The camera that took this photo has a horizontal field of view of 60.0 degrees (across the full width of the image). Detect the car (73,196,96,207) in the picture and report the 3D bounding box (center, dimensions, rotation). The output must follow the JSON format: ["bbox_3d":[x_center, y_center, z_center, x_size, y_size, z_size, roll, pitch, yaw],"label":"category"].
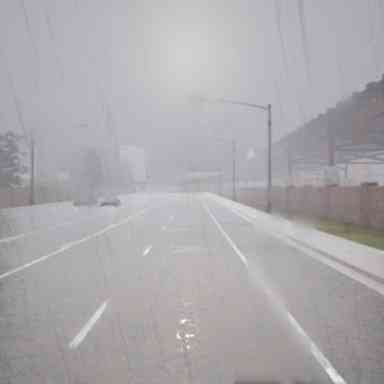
[{"bbox_3d":[-14.019,1.219,44.111,2.033,1.411,5.357,0,1,1],"label":"car"}]

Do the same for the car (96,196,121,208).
[{"bbox_3d":[-10.528,1.253,43.096,1.994,1.385,4.181,0,1,1],"label":"car"}]
